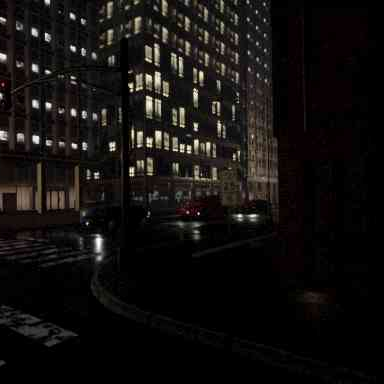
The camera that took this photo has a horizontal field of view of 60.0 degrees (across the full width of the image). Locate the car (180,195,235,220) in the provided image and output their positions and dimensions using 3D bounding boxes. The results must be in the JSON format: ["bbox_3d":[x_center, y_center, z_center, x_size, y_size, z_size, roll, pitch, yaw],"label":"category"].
[{"bbox_3d":[1.256,1.307,29.115,2.150,2.045,5.566,-1,-1,36],"label":"car"}]

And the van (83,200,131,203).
[{"bbox_3d":[-5.980,1.460,23.458,1.690,1.788,3.998,-2,-1,36],"label":"van"}]

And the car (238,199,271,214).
[{"bbox_3d":[7.260,1.584,37.477,1.882,1.535,5.008,-1,-1,36],"label":"car"}]

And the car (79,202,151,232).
[{"bbox_3d":[-4.633,1.571,20.925,1.837,1.490,4.892,-1,-1,33],"label":"car"}]
